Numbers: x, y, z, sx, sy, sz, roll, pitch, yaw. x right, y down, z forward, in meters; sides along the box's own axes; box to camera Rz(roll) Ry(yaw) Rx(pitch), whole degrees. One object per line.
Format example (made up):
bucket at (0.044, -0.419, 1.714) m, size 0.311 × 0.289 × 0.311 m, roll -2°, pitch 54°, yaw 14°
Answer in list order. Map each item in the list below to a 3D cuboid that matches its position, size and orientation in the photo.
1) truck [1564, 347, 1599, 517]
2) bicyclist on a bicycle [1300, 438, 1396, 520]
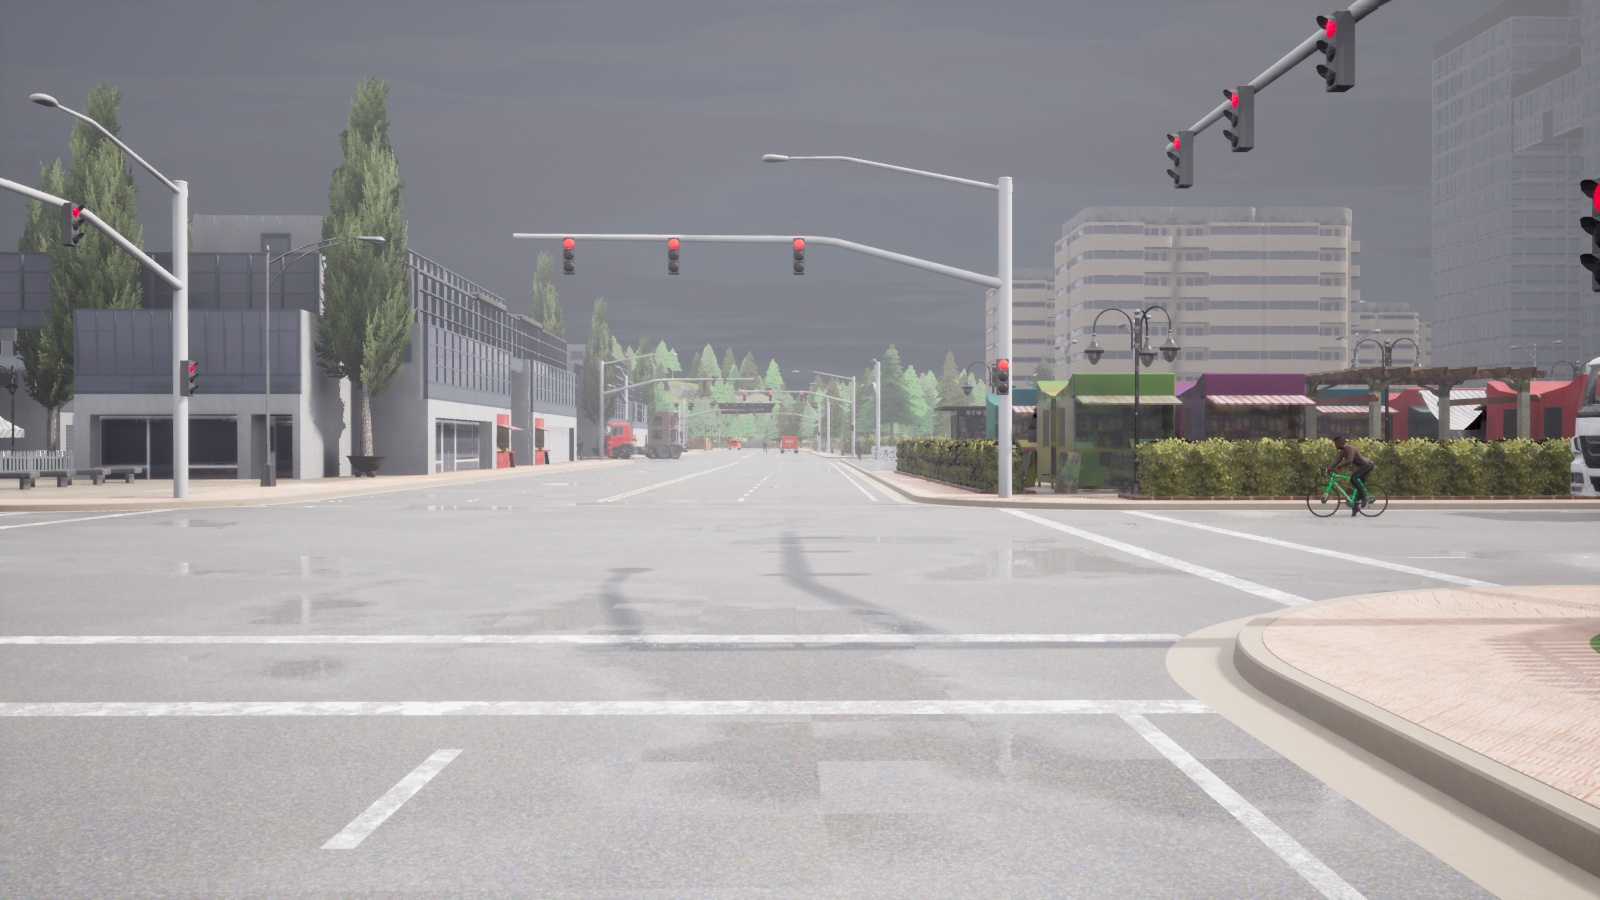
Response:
truck at (20.193, -0.362, 25.251) m, size 7.936 × 3.462 × 2.891 m, roll 0°, pitch 0°, yaw -1°
bicyclist on a bicycle at (10.932, 0.567, 25.075) m, size 1.656 × 1.620 × 0.582 m, roll 0°, pitch 0°, yaw -1°
